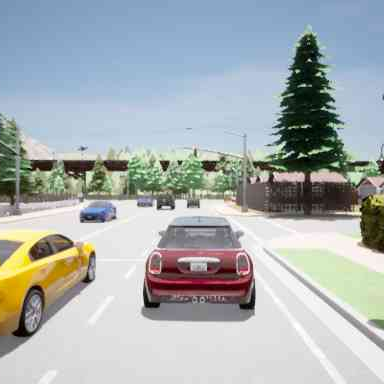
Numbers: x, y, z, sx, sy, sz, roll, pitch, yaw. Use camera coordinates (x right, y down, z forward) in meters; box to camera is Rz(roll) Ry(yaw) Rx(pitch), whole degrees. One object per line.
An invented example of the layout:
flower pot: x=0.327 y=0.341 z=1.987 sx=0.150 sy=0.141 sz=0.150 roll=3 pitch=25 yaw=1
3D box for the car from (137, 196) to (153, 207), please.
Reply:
car: x=-6.918 y=1.329 z=49.658 sx=2.097 sy=1.767 sz=4.553 roll=0 pitch=0 yaw=0

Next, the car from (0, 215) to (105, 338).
car: x=-3.407 y=1.475 z=6.654 sx=1.882 sy=1.535 sz=5.008 roll=0 pitch=0 yaw=0

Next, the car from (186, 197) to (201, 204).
car: x=0.201 y=1.484 z=47.064 sx=1.837 sy=1.490 sz=4.892 roll=0 pitch=0 yaw=1

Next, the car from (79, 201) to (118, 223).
car: x=-7.054 y=1.466 z=25.440 sx=1.882 sy=1.535 sz=5.008 roll=0 pitch=0 yaw=0

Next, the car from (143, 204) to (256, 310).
car: x=0.209 y=1.348 z=8.028 sx=2.097 sy=1.767 sz=4.553 roll=0 pitch=0 yaw=2

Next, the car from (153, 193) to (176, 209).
car: x=-3.321 y=1.203 z=42.993 sx=2.150 sy=2.045 sz=5.566 roll=0 pitch=0 yaw=0
